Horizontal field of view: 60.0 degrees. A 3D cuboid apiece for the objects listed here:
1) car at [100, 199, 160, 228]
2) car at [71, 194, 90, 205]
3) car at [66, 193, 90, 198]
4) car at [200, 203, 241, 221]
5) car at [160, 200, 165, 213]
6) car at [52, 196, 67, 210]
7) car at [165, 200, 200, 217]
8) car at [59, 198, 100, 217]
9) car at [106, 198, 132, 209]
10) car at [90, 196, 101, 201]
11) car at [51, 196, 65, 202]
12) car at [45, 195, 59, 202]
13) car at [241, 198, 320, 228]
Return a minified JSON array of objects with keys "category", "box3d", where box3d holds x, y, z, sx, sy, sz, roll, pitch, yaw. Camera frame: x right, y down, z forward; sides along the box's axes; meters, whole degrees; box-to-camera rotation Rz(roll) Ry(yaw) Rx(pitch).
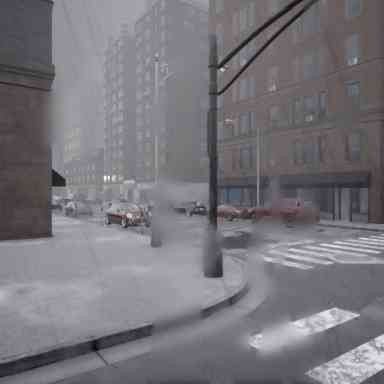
[{"category":"car","box3d":[-4.132,1.430,21.742,1.967,1.590,4.097,0,0,-35]},{"category":"car","box3d":[-20.044,1.298,59.596,2.097,1.767,4.553,0,0,-35]},{"category":"car","box3d":[-18.214,1.176,51.761,2.150,2.045,5.566,0,0,-35]},{"category":"car","box3d":[2.825,1.571,26.672,1.802,1.307,4.206,0,0,-35]},{"category":"car","box3d":[-3.535,1.529,35.706,2.008,1.369,4.403,0,0,-35]},{"category":"car","box3d":[-16.855,1.512,39.814,1.887,1.381,4.507,0,0,-35]},{"category":"car","box3d":[-0.355,1.550,31.188,1.947,1.339,4.313,0,0,-35]},{"category":"car","box3d":[-10.493,1.530,30.779,2.008,1.369,4.403,0,0,-35]},{"category":"car","box3d":[-9.894,1.532,44.738,1.947,1.339,4.313,0,0,-35]},{"category":"car","box3d":[-16.004,1.458,53.916,1.837,1.490,4.892,0,0,-35]},{"category":"car","box3d":[-28.973,1.478,71.838,2.008,1.369,4.403,0,0,-35]},{"category":"car","box3d":[-32.153,1.472,76.354,2.008,1.369,4.403,0,0,-35]},{"category":"car","box3d":[6.005,1.309,22.155,2.192,1.841,5.009,0,0,-35]}]
